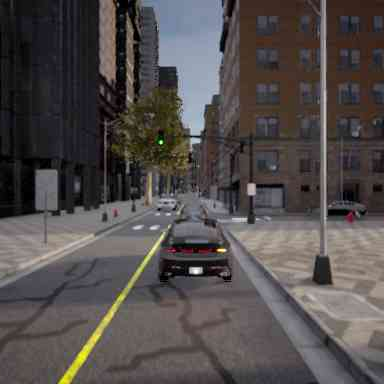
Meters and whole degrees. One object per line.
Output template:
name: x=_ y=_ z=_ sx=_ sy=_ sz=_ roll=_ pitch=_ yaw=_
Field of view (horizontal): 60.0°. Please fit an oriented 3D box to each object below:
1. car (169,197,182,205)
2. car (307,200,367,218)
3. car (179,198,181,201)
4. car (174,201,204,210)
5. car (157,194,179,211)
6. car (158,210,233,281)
car: x=-3.030 y=1.602 z=61.762 sx=1.994 sy=1.385 sz=4.181 roll=0 pitch=0 yaw=1
car: x=12.611 y=1.488 z=29.015 sx=4.902 sy=1.511 sz=2.128 roll=0 pitch=0 yaw=0
car: x=-3.097 y=1.633 z=51.685 sx=1.895 sy=1.301 sz=4.718 roll=0 pitch=0 yaw=0
car: x=0.087 y=1.560 z=22.198 sx=2.033 sy=1.411 sz=5.357 roll=0 pitch=0 yaw=0
car: x=-3.089 y=1.247 z=41.811 sx=2.150 sy=2.045 sz=5.566 roll=0 pitch=0 yaw=0
car: x=0.093 y=1.510 z=9.854 sx=1.837 sy=1.490 sz=4.892 roll=0 pitch=0 yaw=0
